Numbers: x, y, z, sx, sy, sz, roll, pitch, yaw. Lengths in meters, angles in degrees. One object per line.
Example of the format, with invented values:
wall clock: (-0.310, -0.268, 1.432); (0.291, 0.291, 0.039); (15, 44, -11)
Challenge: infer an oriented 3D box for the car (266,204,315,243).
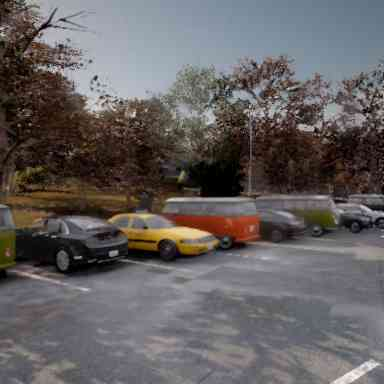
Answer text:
car: (3.031, 1.470, 15.724); (4.674, 1.452, 2.002); (-1, 0, 35)

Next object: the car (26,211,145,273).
car: (-4.157, 1.472, 10.595); (4.892, 1.521, 2.231); (-1, 0, 35)

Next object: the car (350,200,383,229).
car: (10.223, 1.443, 20.863); (4.674, 1.452, 2.002); (-1, -1, 34)

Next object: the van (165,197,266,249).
van: (0.534, 1.219, 14.086); (4.442, 1.987, 1.878); (-1, 0, 34)

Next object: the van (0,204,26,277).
van: (-6.659, 1.264, 8.954); (4.442, 1.987, 1.878); (-1, 0, 35)

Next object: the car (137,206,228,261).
car: (-1.609, 1.451, 12.208); (5.366, 1.575, 1.946); (-1, -1, 35)

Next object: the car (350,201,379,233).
car: (7.826, 1.452, 19.151); (4.674, 1.452, 2.002); (-1, -1, 35)

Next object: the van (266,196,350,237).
van: (5.525, 1.193, 17.380); (4.442, 1.987, 1.878); (-1, -1, 34)

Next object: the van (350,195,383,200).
van: (12.519, 1.173, 22.631); (4.442, 1.987, 1.878); (-1, 0, 35)
